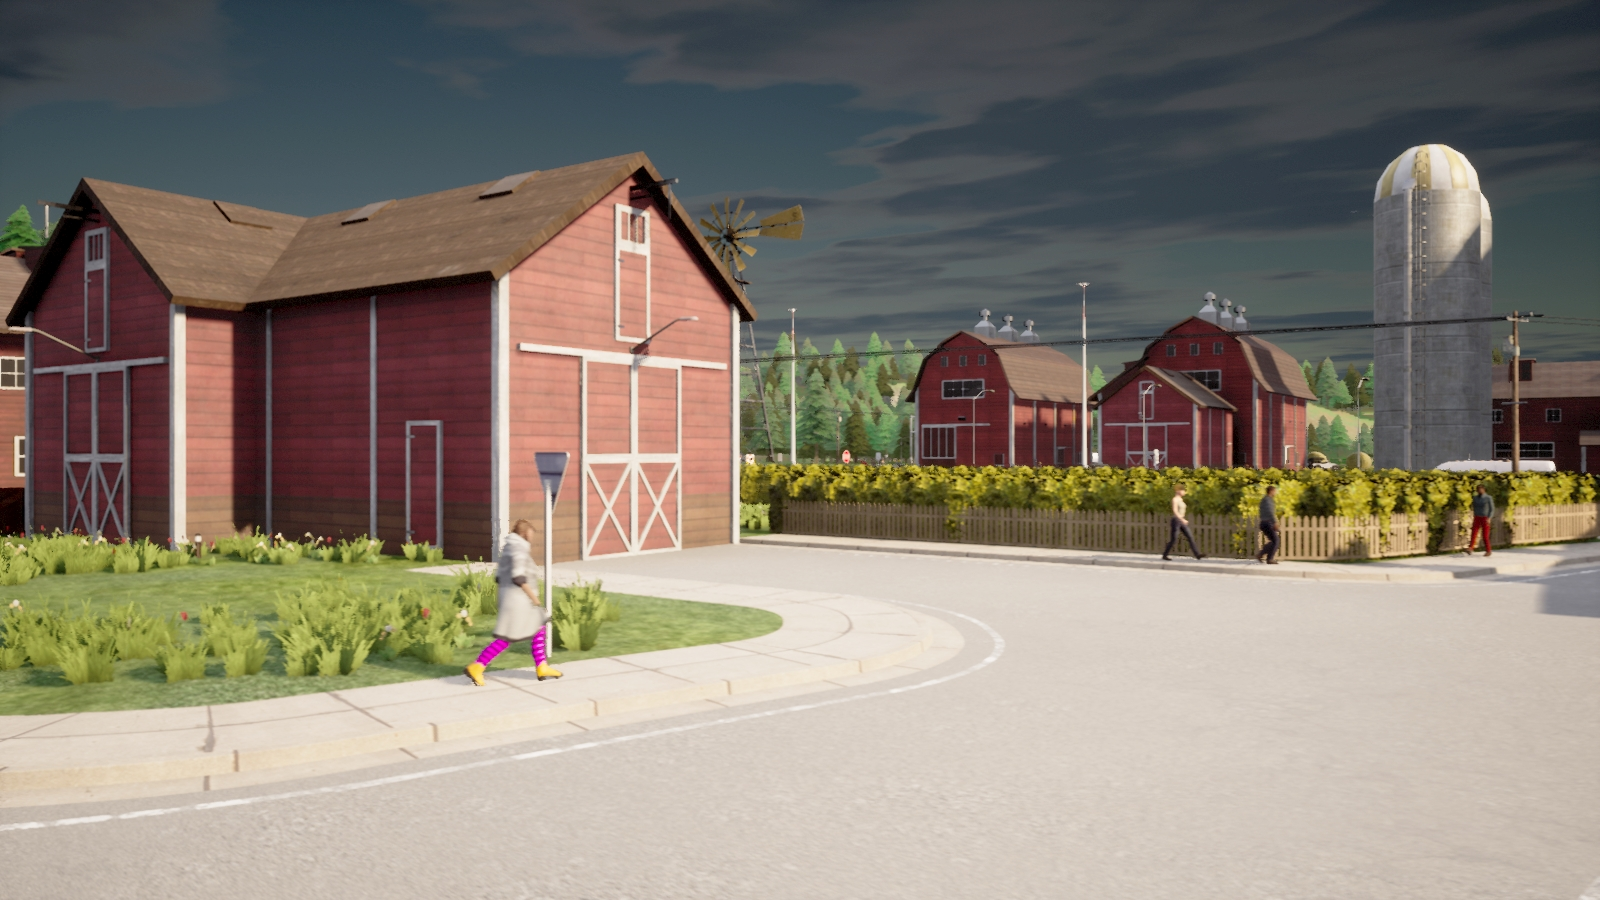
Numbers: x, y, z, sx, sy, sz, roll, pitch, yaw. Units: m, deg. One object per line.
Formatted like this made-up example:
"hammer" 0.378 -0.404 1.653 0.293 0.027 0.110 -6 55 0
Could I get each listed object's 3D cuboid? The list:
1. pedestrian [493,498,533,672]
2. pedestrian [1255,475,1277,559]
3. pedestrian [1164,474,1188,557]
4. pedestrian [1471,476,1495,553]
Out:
"pedestrian" -3.167 1.473 12.588 0.375 1.860 0.375 0 0 -22
"pedestrian" 10.374 1.481 25.433 0.375 1.860 0.375 0 0 7
"pedestrian" 8.587 1.481 26.096 0.375 1.860 0.375 0 0 45
"pedestrian" 16.761 1.564 28.030 0.375 1.860 0.375 0 0 -32
